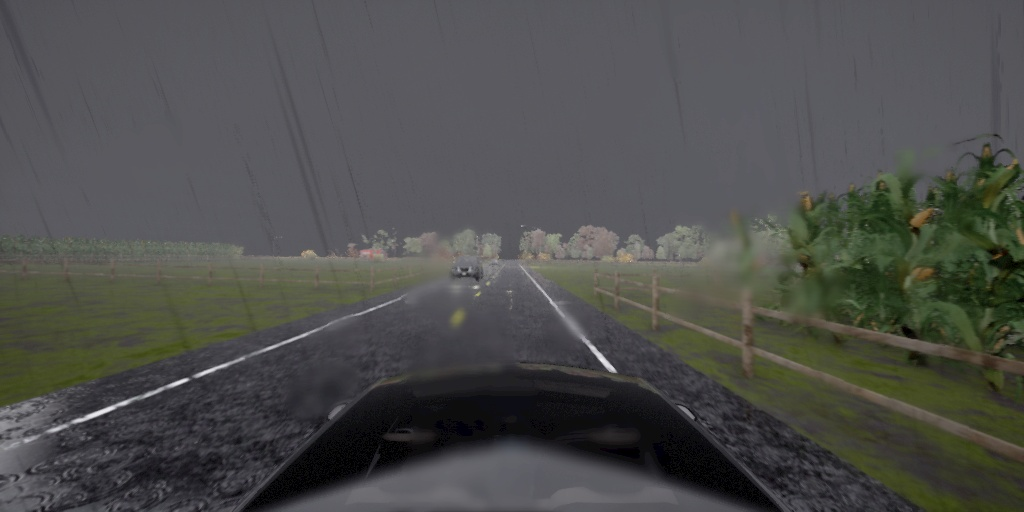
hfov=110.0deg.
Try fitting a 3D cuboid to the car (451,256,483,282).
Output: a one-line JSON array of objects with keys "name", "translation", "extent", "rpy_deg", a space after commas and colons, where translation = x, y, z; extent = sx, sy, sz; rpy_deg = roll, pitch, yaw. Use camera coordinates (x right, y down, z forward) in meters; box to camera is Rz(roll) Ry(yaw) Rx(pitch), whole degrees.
[{"name": "car", "translation": [-3.601, 0.983, 29.731], "extent": [2.150, 2.045, 5.566], "rpy_deg": [0, 0, 0]}]
